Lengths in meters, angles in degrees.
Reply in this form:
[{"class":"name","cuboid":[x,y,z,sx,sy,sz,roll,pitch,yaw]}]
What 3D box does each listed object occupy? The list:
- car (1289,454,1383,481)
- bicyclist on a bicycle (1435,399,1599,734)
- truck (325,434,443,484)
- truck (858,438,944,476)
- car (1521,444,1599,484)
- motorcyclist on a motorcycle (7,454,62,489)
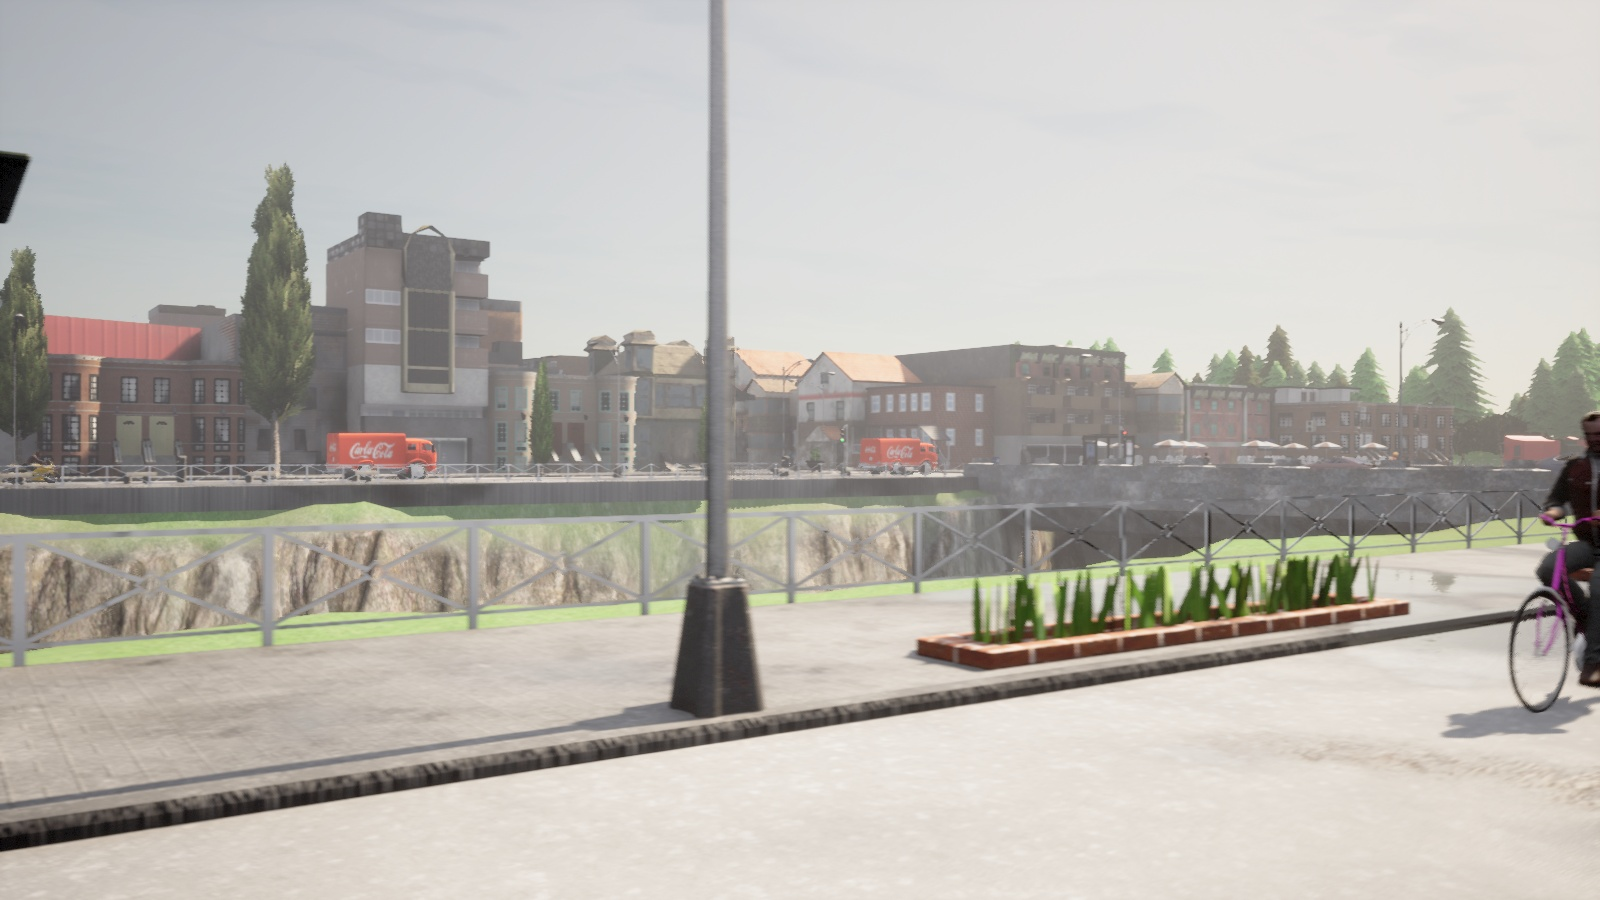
[{"class":"car","cuboid":[28.483,0.912,66.826,1.994,1.385,4.181,0,0,-36]},{"class":"bicyclist on a bicycle","cuboid":[4.591,0.624,7.464,1.843,1.776,0.659,0,0,-35]},{"class":"truck","cuboid":[-21.383,0.462,64.579,5.204,2.467,2.627,0,0,-35]},{"class":"truck","cuboid":[6.749,0.449,83.853,5.204,2.467,2.627,0,0,-34]},{"class":"car","cuboid":[33.436,0.582,52.706,2.152,1.651,5.027,0,0,-35]},{"class":"motorcyclist on a motorcycle","cuboid":[-33.990,0.936,55.796,2.044,1.523,0.797,0,0,-35]}]
